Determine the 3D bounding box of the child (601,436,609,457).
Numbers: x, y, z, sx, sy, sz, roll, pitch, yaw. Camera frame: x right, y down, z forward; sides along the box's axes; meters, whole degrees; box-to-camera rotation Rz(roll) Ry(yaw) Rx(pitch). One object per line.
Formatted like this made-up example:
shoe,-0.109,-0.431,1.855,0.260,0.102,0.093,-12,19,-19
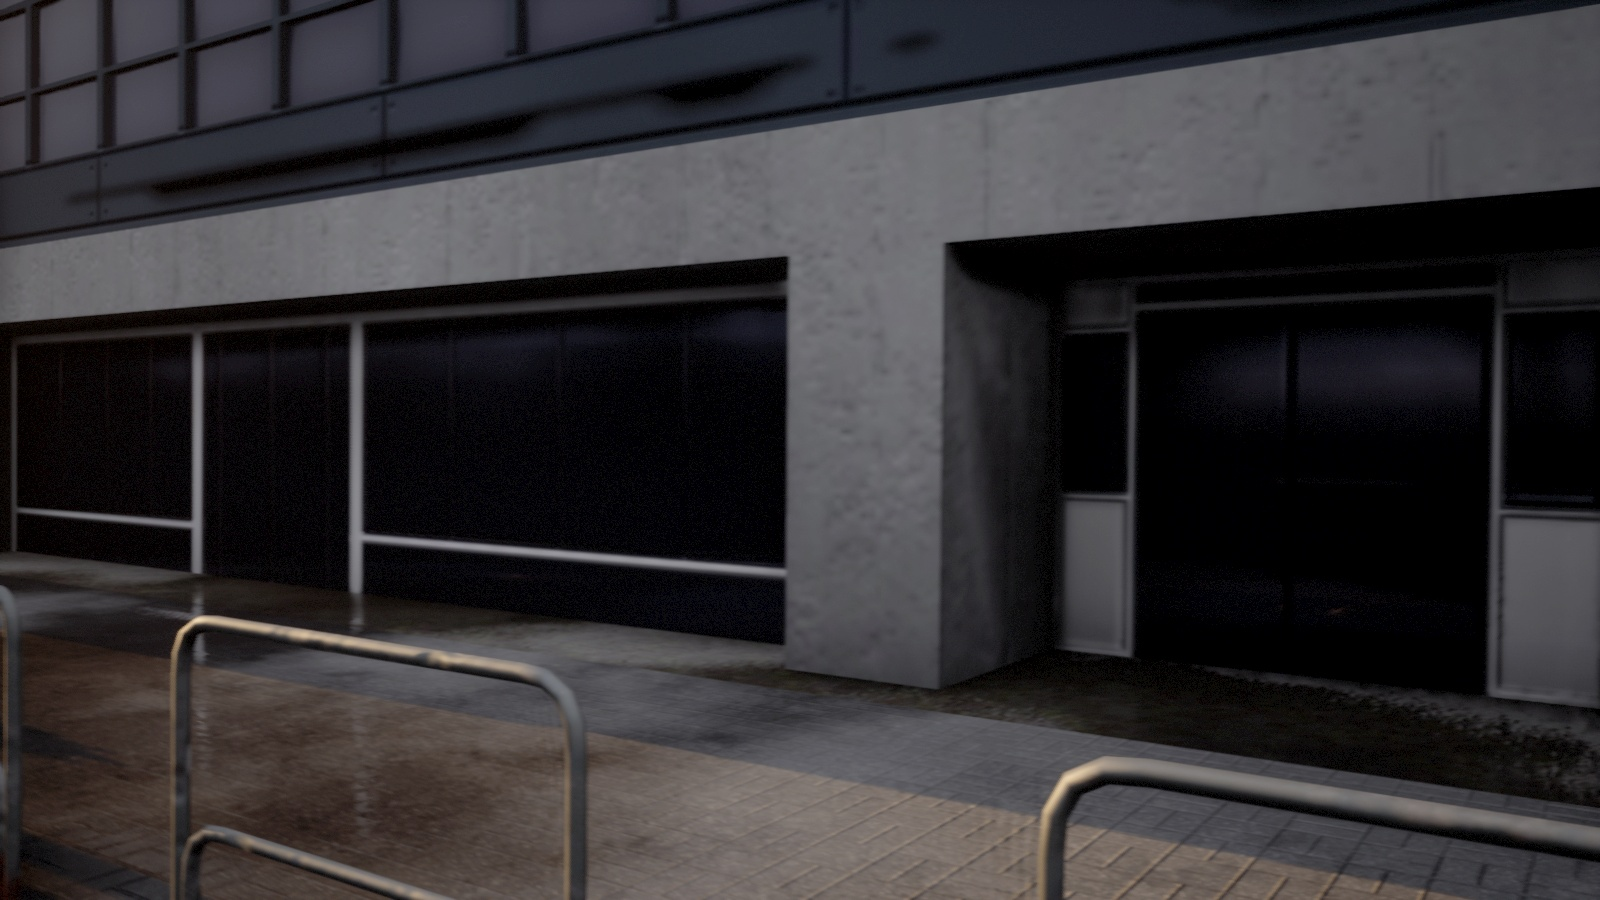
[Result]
child,-11.809,-0.215,75.957,0.270,1.263,0.437,0,1,32
